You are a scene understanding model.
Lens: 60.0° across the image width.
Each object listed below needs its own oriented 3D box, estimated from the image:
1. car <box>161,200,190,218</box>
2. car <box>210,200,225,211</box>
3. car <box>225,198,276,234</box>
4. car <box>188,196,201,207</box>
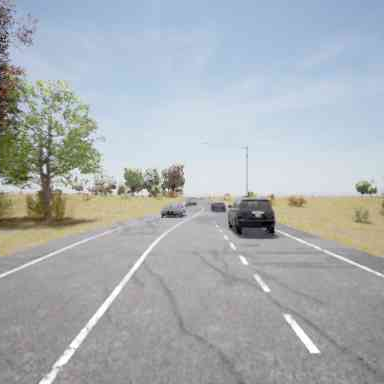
[{"bbox_3d":[-1.760,1.775,32.519,1.994,1.385,4.181,0,0,7],"label":"car"},{"bbox_3d":[3.523,1.789,45.631,2.128,1.511,4.902,0,0,0],"label":"car"},{"bbox_3d":[3.509,1.356,20.340,2.150,2.045,5.566,0,0,0],"label":"car"},{"bbox_3d":[0.025,1.746,60.363,2.097,1.767,4.553,0,0,0],"label":"car"}]
